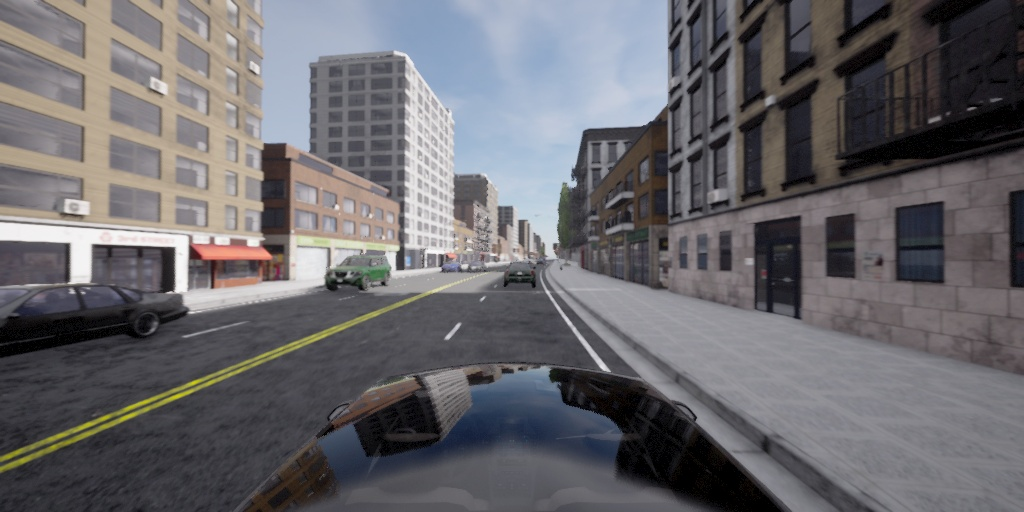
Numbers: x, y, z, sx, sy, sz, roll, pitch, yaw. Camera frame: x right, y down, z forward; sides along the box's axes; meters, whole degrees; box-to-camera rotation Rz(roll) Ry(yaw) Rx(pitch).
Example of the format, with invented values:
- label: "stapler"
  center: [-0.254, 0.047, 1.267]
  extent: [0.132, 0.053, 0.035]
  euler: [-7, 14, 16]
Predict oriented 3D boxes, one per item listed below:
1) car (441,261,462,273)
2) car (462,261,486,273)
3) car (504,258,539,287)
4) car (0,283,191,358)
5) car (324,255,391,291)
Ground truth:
- label: "car"
  center: [-7.716, 1.370, 46.251]
  extent: [1.812, 1.442, 4.674]
  euler: [0, 0, 5]
- label: "car"
  center: [-4.474, 1.339, 46.019]
  extent: [2.128, 1.511, 4.902]
  euler: [0, 0, 5]
- label: "car"
  center: [0.610, 1.134, 25.247]
  extent: [2.097, 1.767, 4.553]
  euler: [0, 0, 3]
- label: "car"
  center: [-9.782, 1.287, 7.411]
  extent: [2.033, 1.411, 5.357]
  euler: [0, 0, 1]
- label: "car"
  center: [-9.363, 0.984, 22.375]
  extent: [2.150, 2.045, 5.566]
  euler: [0, 0, 1]
